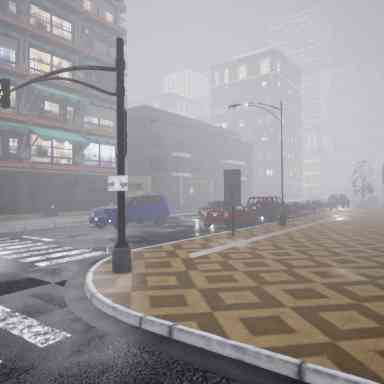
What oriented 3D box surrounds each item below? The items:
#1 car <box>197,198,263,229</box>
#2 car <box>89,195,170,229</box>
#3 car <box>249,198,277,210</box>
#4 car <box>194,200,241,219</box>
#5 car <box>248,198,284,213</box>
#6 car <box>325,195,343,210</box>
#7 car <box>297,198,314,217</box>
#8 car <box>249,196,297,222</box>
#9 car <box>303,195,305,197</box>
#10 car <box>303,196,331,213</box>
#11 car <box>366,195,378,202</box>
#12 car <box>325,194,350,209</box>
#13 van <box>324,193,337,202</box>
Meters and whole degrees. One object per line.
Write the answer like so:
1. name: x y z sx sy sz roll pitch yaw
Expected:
1. car: 2.481 1.353 20.757 1.967 1.590 4.097 -1 0 36
2. car: -3.812 1.209 21.311 2.150 2.045 5.566 -1 0 38
3. car: 9.314 1.489 43.303 1.752 1.417 4.829 -1 0 36
4. car: 2.367 1.470 29.723 1.837 1.490 4.892 -1 0 37
5. car: 8.593 1.490 38.156 2.033 1.411 5.357 -1 0 37
6. car: 15.757 1.415 38.764 2.008 1.369 4.403 -1 0 36
7. car: 9.120 1.471 29.760 1.802 1.307 4.206 -1 0 36
8. car: 5.798 1.216 25.259 2.192 1.841 5.009 -1 0 36
9. car: 22.589 1.439 61.311 1.752 1.417 4.829 -1 0 36
10. car: 12.438 1.421 34.262 1.887 1.381 4.507 -1 0 36
11. car: 35.670 1.334 65.776 1.887 1.381 4.507 -1 0 36
12. car: 19.074 1.167 43.267 2.192 1.841 5.009 -1 0 36
13. van: 29.326 1.229 70.452 1.690 1.788 3.998 -1 0 36
